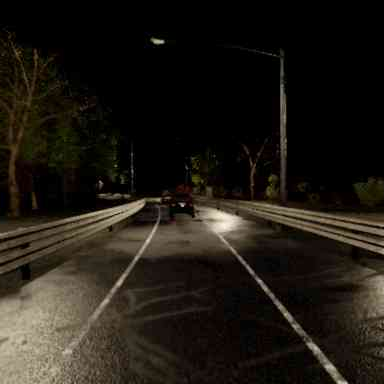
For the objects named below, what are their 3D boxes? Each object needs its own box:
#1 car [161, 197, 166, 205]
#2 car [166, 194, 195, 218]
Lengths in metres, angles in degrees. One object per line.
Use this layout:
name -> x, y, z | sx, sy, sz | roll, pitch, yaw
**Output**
car -> -4.481, 1.516, 59.617 | 2.033, 1.411, 5.357 | 0, 0, -10
car -> -1.023, 1.223, 30.423 | 2.150, 2.045, 5.566 | 0, 0, -5
